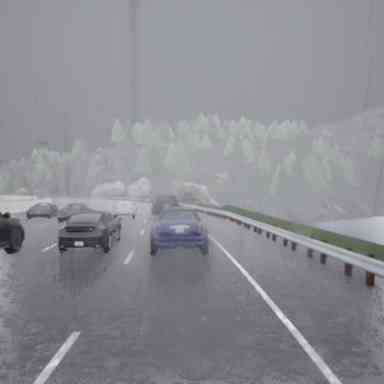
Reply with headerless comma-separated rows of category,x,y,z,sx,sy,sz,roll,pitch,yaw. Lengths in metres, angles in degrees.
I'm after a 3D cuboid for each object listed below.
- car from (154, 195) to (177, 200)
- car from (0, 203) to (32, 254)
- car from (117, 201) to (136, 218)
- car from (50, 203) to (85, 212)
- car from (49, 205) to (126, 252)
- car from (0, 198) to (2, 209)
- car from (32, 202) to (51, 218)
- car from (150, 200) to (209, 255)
car,-2.390,1.255,29.240,2.150,2.045,5.566,0,0,-9
car,-7.347,1.237,10.471,2.150,2.045,5.566,0,-1,-5
car,-6.187,1.565,30.734,1.812,1.442,4.674,0,0,-10
car,-8.941,1.587,25.681,2.033,1.411,5.357,0,0,-8
car,-4.104,1.527,13.936,1.837,1.490,4.892,0,0,-4
car,-27.383,1.597,44.988,1.837,1.490,4.892,0,-1,-15
car,-13.098,1.615,29.595,1.994,1.385,4.181,0,0,-10
car,-0.579,1.365,13.656,2.097,1.767,4.553,0,0,-4
